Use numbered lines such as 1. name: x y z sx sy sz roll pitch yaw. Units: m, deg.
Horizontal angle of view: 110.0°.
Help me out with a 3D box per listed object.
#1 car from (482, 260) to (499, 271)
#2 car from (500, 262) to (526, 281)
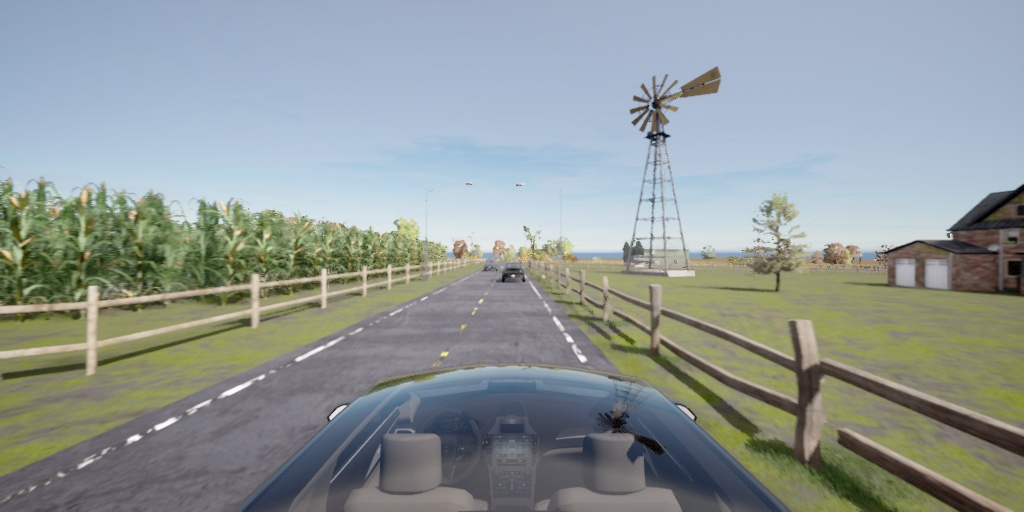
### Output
1. car: -2.877 1.288 48.454 1.837 1.490 4.892 0 0 0
2. car: 0.100 1.272 29.993 1.837 1.490 4.892 0 1 0
